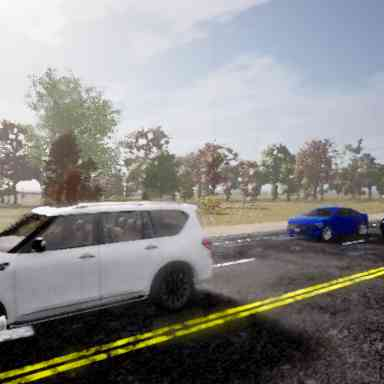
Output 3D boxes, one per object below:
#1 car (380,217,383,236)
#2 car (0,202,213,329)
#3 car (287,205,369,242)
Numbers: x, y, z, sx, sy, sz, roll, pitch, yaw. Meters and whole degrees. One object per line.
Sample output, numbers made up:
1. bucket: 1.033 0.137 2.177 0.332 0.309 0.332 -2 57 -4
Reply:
1. car: 11.040 1.175 15.543 5.566 2.045 2.150 -1 1 -36
2. car: -2.158 1.222 6.131 5.566 2.045 2.150 0 0 -35
3. car: 6.798 1.444 16.513 5.008 1.535 1.882 0 0 -35
